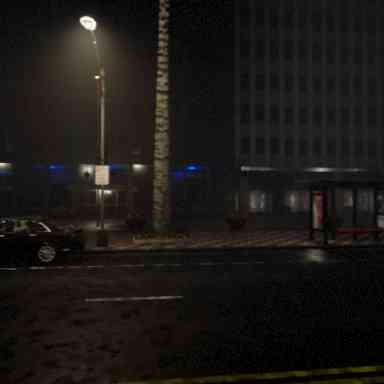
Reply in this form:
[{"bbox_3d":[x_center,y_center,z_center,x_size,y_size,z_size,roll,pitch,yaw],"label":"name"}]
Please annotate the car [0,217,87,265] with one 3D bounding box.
[{"bbox_3d":[-6.206,1.621,11.570,4.892,1.521,2.231,0,-1,-7],"label":"car"}]
